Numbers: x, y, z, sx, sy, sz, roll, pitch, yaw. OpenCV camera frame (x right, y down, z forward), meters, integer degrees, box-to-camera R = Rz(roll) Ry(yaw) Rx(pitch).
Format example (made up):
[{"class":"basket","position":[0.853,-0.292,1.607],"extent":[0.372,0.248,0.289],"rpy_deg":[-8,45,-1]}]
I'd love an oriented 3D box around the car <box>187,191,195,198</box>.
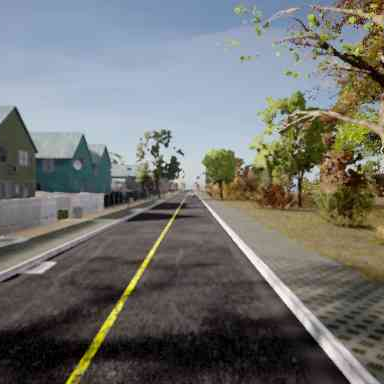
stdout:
[{"class":"car","position":[-0.169,0.646,79.496],"extent":[1.895,1.301,4.718],"rpy_deg":[0,1,0]}]

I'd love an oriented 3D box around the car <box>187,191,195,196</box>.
[{"class":"car","position":[-0.191,0.369,89.487],"extent":[2.033,1.411,5.357],"rpy_deg":[0,1,0]}]
